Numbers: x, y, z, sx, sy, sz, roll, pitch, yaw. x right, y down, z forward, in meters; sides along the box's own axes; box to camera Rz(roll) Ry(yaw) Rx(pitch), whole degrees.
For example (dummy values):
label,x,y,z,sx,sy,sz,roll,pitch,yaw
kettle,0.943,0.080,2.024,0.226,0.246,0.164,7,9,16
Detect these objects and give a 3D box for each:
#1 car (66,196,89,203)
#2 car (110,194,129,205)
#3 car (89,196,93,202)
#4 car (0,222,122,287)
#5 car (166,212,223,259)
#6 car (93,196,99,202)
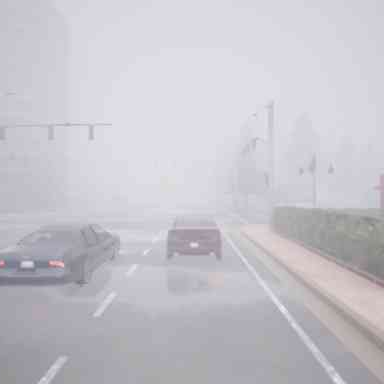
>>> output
label,x,y,z,sx,sy,sz,roll,pitch,yaw
car,-26.721,1.709,76.034,5.357,1.411,2.033,0,0,31
car,-14.130,1.363,64.632,2.150,2.045,5.566,1,0,-33
car,-27.192,1.719,80.241,5.357,1.411,2.033,0,0,24
car,-3.435,1.569,9.477,2.033,1.411,5.357,0,0,0
car,0.081,1.506,12.838,1.882,1.535,5.008,0,0,0
car,-25.815,1.663,83.451,5.008,1.535,1.882,0,0,24
